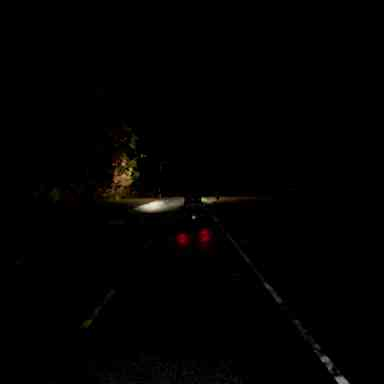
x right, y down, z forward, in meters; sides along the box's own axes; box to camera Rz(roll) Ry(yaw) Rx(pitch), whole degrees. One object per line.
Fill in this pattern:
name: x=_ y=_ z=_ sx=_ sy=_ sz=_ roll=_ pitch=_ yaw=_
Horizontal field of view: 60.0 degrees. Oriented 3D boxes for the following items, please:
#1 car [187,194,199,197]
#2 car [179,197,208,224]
car: x=0.103 y=1.015 z=38.964 sx=2.097 sy=1.767 sz=4.553 roll=0 pitch=0 yaw=0
car: x=0.104 y=1.317 z=22.378 sx=1.812 sy=1.442 sz=4.674 roll=0 pitch=1 yaw=0
